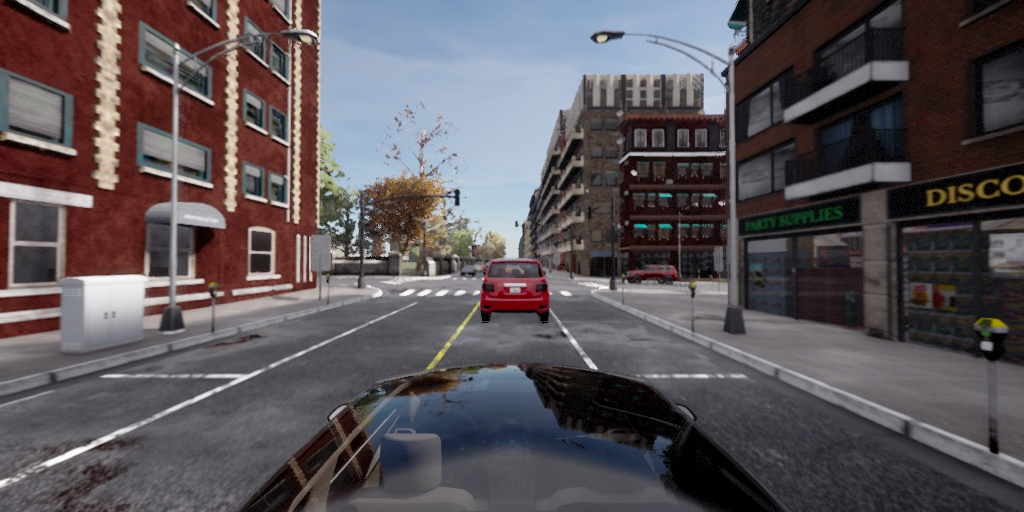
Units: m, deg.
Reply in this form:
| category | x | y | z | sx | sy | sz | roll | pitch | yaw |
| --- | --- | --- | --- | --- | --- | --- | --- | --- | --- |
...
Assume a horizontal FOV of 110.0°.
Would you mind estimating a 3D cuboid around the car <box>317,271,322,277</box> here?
| category | x | y | z | sx | sy | sz | roll | pitch | yaw |
| --- | --- | --- | --- | --- | --- | --- | --- | --- | --- |
| car | -18.338 | 1.027 | 28.751 | 5.566 | 2.045 | 2.150 | 1 | -1 | 1 |

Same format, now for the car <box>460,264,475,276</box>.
| category | x | y | z | sx | sy | sz | roll | pitch | yaw |
| --- | --- | --- | --- | --- | --- | --- | --- | --- | --- |
| car | -5.667 | 1.937 | 47.129 | 1.948 | 1.339 | 4.313 | 0 | 0 | 0 |

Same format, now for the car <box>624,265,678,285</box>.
| category | x | y | z | sx | sy | sz | roll | pitch | yaw |
| --- | --- | --- | --- | --- | --- | --- | --- | --- | --- |
| car | 13.465 | 1.795 | 34.775 | 5.009 | 1.841 | 2.192 | 0 | 0 | 0 |

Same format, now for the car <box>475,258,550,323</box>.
| category | x | y | z | sx | sy | sz | roll | pitch | yaw |
| --- | --- | --- | --- | --- | --- | --- | --- | --- | --- |
| car | 0.102 | 1.120 | 12.995 | 2.150 | 2.045 | 5.566 | 0 | -1 | 0 |
